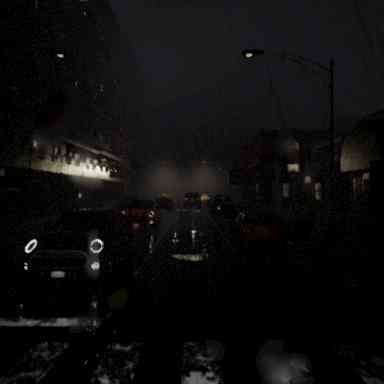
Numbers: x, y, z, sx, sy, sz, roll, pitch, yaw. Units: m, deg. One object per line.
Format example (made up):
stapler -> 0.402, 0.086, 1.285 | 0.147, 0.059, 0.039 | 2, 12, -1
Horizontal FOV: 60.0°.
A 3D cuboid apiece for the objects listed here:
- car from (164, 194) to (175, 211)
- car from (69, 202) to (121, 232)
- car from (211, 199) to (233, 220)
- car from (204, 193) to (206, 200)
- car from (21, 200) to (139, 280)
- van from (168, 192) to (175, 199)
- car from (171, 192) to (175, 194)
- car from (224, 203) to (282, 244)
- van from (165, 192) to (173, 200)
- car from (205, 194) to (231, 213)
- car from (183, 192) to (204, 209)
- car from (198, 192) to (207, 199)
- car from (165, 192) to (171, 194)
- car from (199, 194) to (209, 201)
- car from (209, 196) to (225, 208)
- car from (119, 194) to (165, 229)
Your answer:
car -> -3.042, 1.289, 37.113 | 1.882, 1.535, 5.008 | 0, 0, 0
car -> -5.672, 1.416, 20.174 | 1.752, 1.417, 4.829 | 0, 0, 0
car -> 2.714, 1.433, 25.877 | 1.802, 1.307, 4.206 | 0, 0, 0
car -> 3.189, 1.253, 50.599 | 1.837, 1.490, 4.892 | 0, 0, 0
car -> -3.084, 1.288, 9.870 | 2.097, 1.767, 4.553 | 0, 0, 0
van -> -5.609, 0.965, 92.354 | 1.690, 1.788, 3.998 | 0, 0, 0
car -> -5.623, 0.988, 75.736 | 2.192, 1.841, 5.009 | 0, 0, 0
car -> 2.705, 1.428, 14.968 | 1.752, 1.417, 4.829 | 0, 0, 0
van -> -5.618, 0.996, 81.276 | 1.690, 1.788, 3.998 | 0, 0, 0
car -> 2.720, 1.142, 31.415 | 2.192, 1.841, 5.009 | 0, 0, 0
car -> 0.035, 1.008, 42.052 | 2.150, 2.045, 5.566 | 0, 0, 0
car -> 2.767, 0.941, 86.807 | 2.192, 1.841, 5.009 | 0, 0, 0
car -> -5.633, 1.150, 64.657 | 1.967, 1.590, 4.097 | 0, 0, 0
car -> 2.757, 1.210, 75.729 | 2.008, 1.369, 4.403 | 0, 0, 0
car -> 3.186, 1.301, 43.599 | 1.812, 1.442, 4.674 | 0, 0, 0
car -> -3.082, 1.237, 20.645 | 2.097, 1.767, 4.553 | 0, 0, 0
